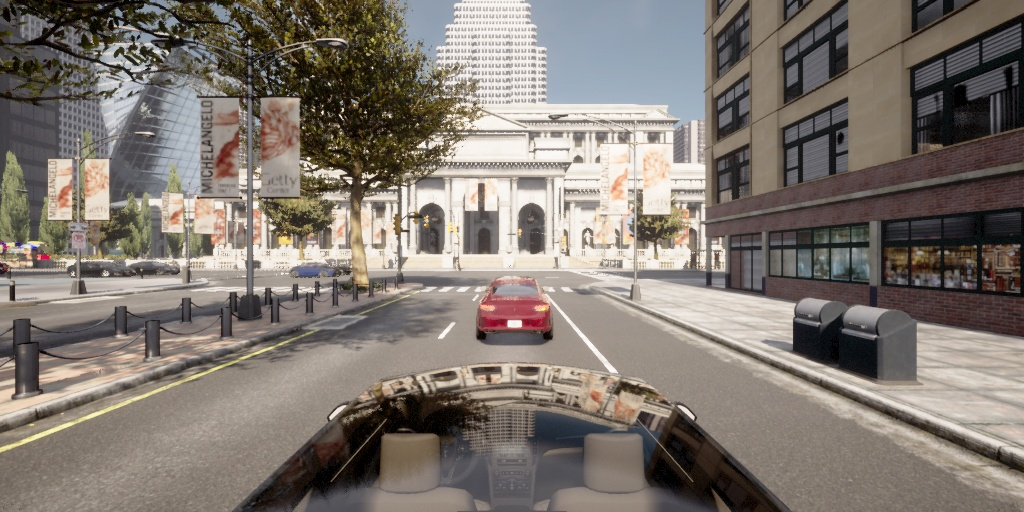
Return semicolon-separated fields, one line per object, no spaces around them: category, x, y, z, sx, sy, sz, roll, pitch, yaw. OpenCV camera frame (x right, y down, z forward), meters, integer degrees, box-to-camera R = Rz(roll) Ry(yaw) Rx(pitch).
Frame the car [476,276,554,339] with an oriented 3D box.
car;0.074;1.276;9.929;1.812;1.442;4.674;0;0;0

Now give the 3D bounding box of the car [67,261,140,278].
car;-38.273;1.254;33.380;4.892;1.490;1.837;0;0;0

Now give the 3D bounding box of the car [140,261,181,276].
car;-36.870;1.276;36.880;4.674;1.442;1.812;0;0;0

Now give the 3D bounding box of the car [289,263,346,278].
car;-18.211;1.314;33.291;4.181;1.385;1.994;0;0;0

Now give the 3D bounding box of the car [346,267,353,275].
car;-18.746;1.351;36.794;4.718;1.301;1.895;0;0;0
